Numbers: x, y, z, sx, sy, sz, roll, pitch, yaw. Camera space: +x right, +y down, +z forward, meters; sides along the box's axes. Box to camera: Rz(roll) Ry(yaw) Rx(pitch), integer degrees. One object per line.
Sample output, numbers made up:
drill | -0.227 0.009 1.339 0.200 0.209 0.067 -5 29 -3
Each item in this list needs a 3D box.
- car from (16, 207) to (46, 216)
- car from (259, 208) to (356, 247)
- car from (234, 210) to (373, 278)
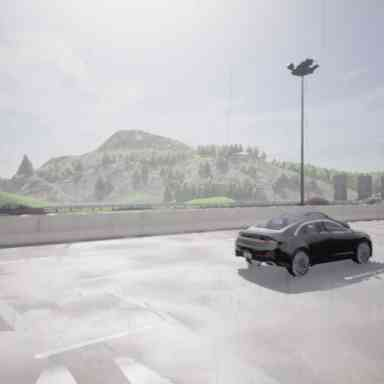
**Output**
car | -13.590 1.477 24.278 5.357 1.411 2.033 0 0 -35
car | 5.383 1.541 15.375 4.181 1.385 1.994 0 0 -31
car | 3.523 1.476 10.138 4.902 1.511 2.128 0 0 -32
